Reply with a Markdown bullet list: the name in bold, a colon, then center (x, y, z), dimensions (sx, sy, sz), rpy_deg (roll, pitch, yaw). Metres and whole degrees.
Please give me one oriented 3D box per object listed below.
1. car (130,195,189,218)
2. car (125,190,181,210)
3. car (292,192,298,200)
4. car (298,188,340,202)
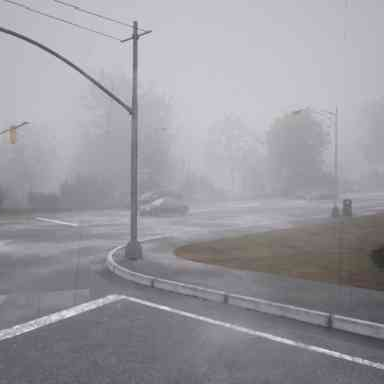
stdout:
- **car**: center (-2.305, 1.239, 27.116), dimensions (4.674, 1.442, 1.812), rpy_deg (-1, 2, -40)
- **car**: center (-3.367, 0.861, 30.828), dimensions (5.566, 2.045, 2.150), rpy_deg (-2, 2, -39)
- **car**: center (15.333, 0.230, 43.694), dimensions (4.892, 1.490, 1.837), rpy_deg (-3, 2, -29)
- **car**: center (15.520, 0.353, 39.785), dimensions (4.902, 1.511, 2.128), rpy_deg (-4, 2, -29)
